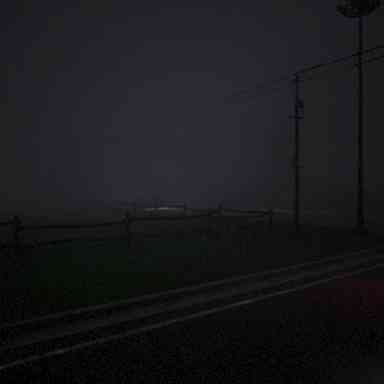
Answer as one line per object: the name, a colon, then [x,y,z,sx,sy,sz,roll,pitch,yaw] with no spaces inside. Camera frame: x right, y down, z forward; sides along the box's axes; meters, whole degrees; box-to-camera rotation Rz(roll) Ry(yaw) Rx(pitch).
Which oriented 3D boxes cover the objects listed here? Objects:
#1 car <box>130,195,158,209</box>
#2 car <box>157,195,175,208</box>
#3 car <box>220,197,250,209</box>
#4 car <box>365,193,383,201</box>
car: [-7.076,1.538,46.745,1.812,1.442,4.674,0,0,-36]
car: [-4.474,1.578,49.120,1.994,1.385,4.181,0,0,-36]
car: [5.986,1.507,46.645,2.128,1.511,4.902,0,0,-36]
car: [44.019,1.263,79.523,2.150,2.045,5.566,0,0,-21]
